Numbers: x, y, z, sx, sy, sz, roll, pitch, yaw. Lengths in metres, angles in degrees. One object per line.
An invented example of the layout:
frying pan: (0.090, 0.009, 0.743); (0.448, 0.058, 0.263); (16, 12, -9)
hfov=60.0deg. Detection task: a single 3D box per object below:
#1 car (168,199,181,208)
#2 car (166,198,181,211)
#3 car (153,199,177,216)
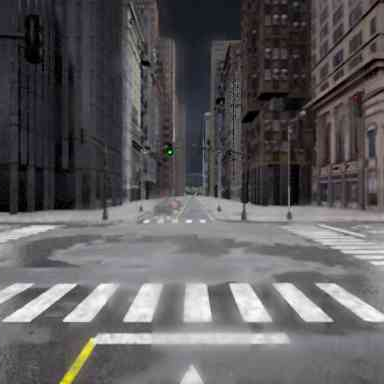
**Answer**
car: (-2.869, 1.908, 55.659); (1.895, 1.301, 4.718); (0, 0, 1)
car: (-2.951, 1.601, 45.469); (2.097, 1.767, 4.553); (0, 0, 0)
car: (-2.994, 1.740, 35.345); (2.033, 1.411, 5.357); (0, 0, -1)
